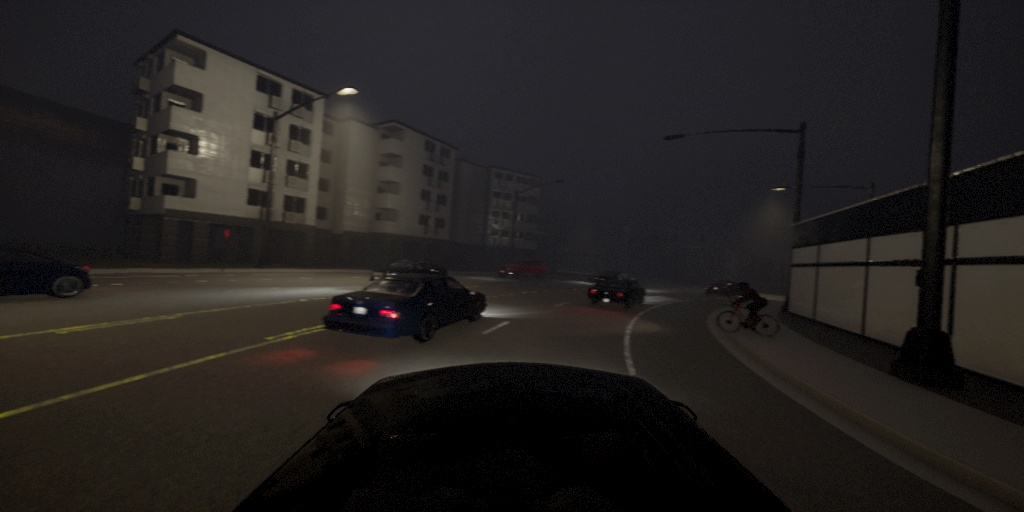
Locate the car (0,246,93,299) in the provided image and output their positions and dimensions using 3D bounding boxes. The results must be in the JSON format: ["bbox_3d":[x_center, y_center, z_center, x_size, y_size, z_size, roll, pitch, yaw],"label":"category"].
[{"bbox_3d":[-13.221,0.387,8.558,1.994,1.385,4.181,4,0,12],"label":"car"}]

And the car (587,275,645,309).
[{"bbox_3d":[5.559,1.857,18.576,1.895,1.301,4.718,4,0,31],"label":"car"}]

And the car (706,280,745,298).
[{"bbox_3d":[19.081,2.887,31.744,4.181,1.385,1.994,4,0,-34],"label":"car"}]

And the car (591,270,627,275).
[{"bbox_3d":[7.989,1.976,27.243,2.128,1.511,4.902,4,-1,43],"label":"car"}]

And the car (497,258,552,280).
[{"bbox_3d":[1.089,1.250,35.430,5.566,2.045,2.150,4,-1,-44],"label":"car"}]

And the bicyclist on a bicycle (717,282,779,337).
[{"bbox_3d":[7.314,1.643,11.113,1.656,1.620,0.582,4,-1,23],"label":"bicyclist on a bicycle"}]

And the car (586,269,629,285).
[{"bbox_3d":[10.333,2.251,38.708,4.674,1.442,1.812,5,-1,-35],"label":"car"}]

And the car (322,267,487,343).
[{"bbox_3d":[-2.302,1.173,9.397,2.033,1.411,5.357,4,0,15],"label":"car"}]

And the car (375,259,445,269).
[{"bbox_3d":[-5.617,0.939,20.104,2.128,1.511,4.902,4,0,27],"label":"car"}]
